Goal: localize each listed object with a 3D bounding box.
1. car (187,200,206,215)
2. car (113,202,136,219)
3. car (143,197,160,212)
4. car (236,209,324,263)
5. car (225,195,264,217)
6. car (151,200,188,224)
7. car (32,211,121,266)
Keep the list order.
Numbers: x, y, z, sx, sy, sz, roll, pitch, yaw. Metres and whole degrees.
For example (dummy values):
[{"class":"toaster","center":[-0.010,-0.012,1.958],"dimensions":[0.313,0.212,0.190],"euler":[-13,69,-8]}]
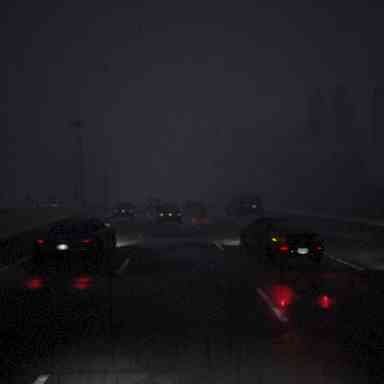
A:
[{"class":"car","center":[0.152,1.574,34.474],"dimensions":[2.128,1.511,4.902],"euler":[0,0,-11]},{"class":"car","center":[-6.079,1.629,29.850],"dimensions":[2.033,1.411,5.357],"euler":[0,0,-10]},{"class":"car","center":[-4.957,1.459,41.670],"dimensions":[2.097,1.767,4.553],"euler":[0,0,-13]},{"class":"car","center":[3.056,1.550,11.954],"dimensions":[1.812,1.442,4.674],"euler":[0,0,-4]},{"class":"car","center":[4.598,1.285,29.486],"dimensions":[2.150,2.045,5.566],"euler":[0,0,-9]},{"class":"car","center":[-1.838,1.611,25.273],"dimensions":[2.033,1.411,5.357],"euler":[0,0,-8]},{"class":"car","center":[-3.952,1.599,11.786],"dimensions":[1.994,1.385,4.181],"euler":[0,0,-4]}]
